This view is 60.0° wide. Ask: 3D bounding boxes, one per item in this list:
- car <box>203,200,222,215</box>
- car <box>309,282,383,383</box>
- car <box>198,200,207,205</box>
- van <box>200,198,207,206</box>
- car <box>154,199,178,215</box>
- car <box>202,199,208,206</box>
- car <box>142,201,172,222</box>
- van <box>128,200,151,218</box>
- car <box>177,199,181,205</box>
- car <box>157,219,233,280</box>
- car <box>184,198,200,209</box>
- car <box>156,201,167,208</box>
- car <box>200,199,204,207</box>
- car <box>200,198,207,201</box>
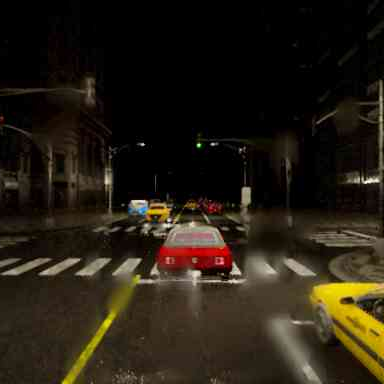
[{"bbox_3d":[2.750,2.072,41.583,1.887,1.381,4.507,0,-1,0],"label":"car"},{"bbox_3d":[2.766,1.572,3.663,1.752,1.417,4.829,0,-1,0],"label":"car"},{"bbox_3d":[2.709,2.661,85.783,2.008,1.369,4.403,0,-1,0],"label":"car"},{"bbox_3d":[2.713,2.379,80.260,1.690,1.788,3.998,0,-1,0],"label":"van"},{"bbox_3d":[-3.122,2.003,40.297,2.128,1.511,4.902,0,-1,0],"label":"car"},{"bbox_3d":[2.744,2.144,47.108,1.887,1.381,4.507,0,-1,0],"label":"car"},{"bbox_3d":[-3.113,1.861,30.410,1.882,1.535,5.008,0,-1,-1],"label":"car"},{"bbox_3d":[-5.803,1.798,36.073,1.690,1.788,3.998,0,-1,0],"label":"van"},{"bbox_3d":[-3.117,2.149,50.429,1.837,1.490,4.892,0,-1,0],"label":"car"},{"bbox_3d":[0.080,1.731,10.323,1.895,1.301,4.718,0,-1,0],"label":"car"},{"bbox_3d":[-0.040,2.259,60.875,1.882,1.535,5.008,0,-1,0],"label":"car"},{"bbox_3d":[-5.817,2.401,63.693,1.802,1.307,4.206,0,-1,0],"label":"car"},{"bbox_3d":[2.739,2.217,52.633,1.887,1.381,4.507,0,-1,0],"label":"car"},{"bbox_3d":[2.734,2.273,58.328,1.752,1.417,4.829,0,-1,0],"label":"car"}]
